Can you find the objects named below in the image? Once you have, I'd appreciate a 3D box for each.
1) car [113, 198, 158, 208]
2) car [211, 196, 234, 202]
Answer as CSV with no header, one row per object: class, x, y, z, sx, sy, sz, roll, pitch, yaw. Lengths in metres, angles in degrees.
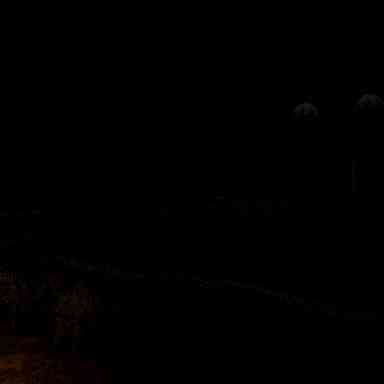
car,-5.763,1.246,34.150,1.895,1.301,4.718,1,0,36
car,4.464,1.280,48.076,1.812,1.442,4.674,1,0,36
